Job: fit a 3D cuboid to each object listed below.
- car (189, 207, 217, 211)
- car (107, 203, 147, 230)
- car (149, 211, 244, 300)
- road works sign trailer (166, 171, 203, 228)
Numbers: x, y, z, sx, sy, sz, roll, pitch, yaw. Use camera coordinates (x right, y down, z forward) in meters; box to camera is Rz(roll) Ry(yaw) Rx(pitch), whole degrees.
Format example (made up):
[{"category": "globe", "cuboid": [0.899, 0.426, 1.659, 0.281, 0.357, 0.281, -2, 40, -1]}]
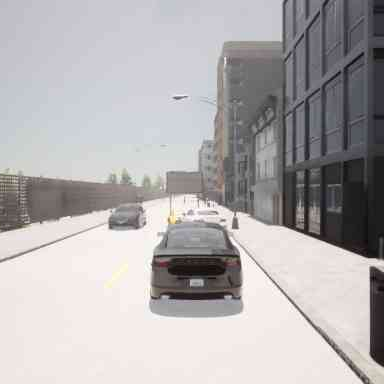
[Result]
[{"category": "car", "cuboid": [0.536, 1.539, 17.794, 1.812, 1.442, 4.674, 0, -1, -11]}, {"category": "car", "cuboid": [-4.029, 1.504, 21.295, 1.837, 1.490, 4.892, 0, 0, 0]}, {"category": "car", "cuboid": [0.088, 1.478, 8.447, 1.882, 1.535, 5.008, 0, 0, 0]}, {"category": "road works sign trailer", "cuboid": [-0.509, 0.464, 21.270, 2.380, 3.560, 2.880, 0, 0, -16]}]
